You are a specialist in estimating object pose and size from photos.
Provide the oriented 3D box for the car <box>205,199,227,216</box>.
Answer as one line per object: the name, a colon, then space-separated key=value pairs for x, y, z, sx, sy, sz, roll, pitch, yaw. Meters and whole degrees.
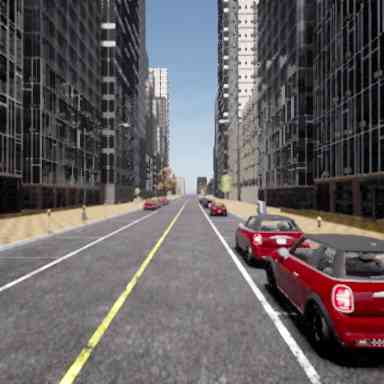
car: x=2.681 y=1.745 z=34.716 sx=1.887 sy=1.381 sz=4.507 roll=0 pitch=0 yaw=0

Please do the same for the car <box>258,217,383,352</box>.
car: x=2.689 y=1.478 z=6.254 sx=1.967 sy=1.590 sz=4.097 roll=0 pitch=0 yaw=0

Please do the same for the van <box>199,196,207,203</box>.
van: x=2.668 y=1.755 z=80.255 sx=1.690 sy=1.788 sz=3.998 roll=0 pitch=0 yaw=0

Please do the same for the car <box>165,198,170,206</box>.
car: x=-5.708 y=1.883 z=63.182 sx=1.887 sy=1.381 sz=4.507 roll=0 pitch=0 yaw=0

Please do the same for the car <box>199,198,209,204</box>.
car: x=2.669 y=1.955 z=74.560 sx=1.947 sy=1.339 sz=4.313 roll=0 pitch=0 yaw=0

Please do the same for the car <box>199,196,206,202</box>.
car: x=2.672 y=1.905 z=63.176 sx=1.947 sy=1.339 sz=4.313 roll=0 pitch=0 yaw=0

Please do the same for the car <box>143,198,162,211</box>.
car: x=-5.703 y=1.802 z=46.104 sx=1.887 sy=1.381 sz=4.507 roll=0 pitch=0 yaw=0

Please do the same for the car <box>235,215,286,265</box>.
car: x=2.687 y=1.512 z=11.946 sx=1.967 sy=1.590 sz=4.097 roll=0 pitch=0 yaw=0

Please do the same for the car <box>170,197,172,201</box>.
car: x=-5.710 y=1.930 z=68.874 sx=1.947 sy=1.339 sz=4.313 roll=0 pitch=0 yaw=0

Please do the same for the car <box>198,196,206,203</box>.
car: x=2.666 y=1.877 z=85.946 sx=1.967 sy=1.590 sz=4.097 roll=0 pitch=0 yaw=0

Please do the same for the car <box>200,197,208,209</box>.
car: x=2.676 y=1.851 z=51.792 sx=1.947 sy=1.339 sz=4.313 roll=0 pitch=0 yaw=0

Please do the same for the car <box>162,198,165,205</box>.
car: x=-5.705 y=1.867 z=51.797 sx=1.802 sy=1.307 sz=4.206 roll=0 pitch=0 yaw=0
